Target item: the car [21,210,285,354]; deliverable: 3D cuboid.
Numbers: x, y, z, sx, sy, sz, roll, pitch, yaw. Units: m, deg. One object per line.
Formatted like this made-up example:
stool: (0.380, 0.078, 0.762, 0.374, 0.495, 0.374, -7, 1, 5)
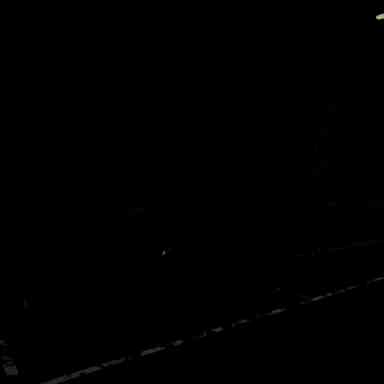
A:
car: (-0.377, 1.314, 6.301, 5.009, 1.841, 2.192, 0, 0, -36)
